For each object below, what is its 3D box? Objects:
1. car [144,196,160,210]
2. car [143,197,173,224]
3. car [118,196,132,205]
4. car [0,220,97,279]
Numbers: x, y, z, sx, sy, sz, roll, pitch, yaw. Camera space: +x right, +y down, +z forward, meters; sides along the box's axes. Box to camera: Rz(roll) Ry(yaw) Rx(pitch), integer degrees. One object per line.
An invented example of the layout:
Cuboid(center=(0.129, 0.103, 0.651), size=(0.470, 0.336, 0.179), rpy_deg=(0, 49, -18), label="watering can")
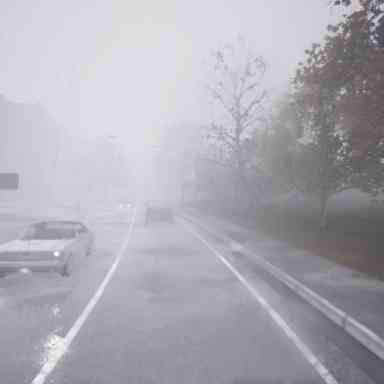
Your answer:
Cuboid(center=(-5.081, 1.329, 41.594), size=(1.812, 1.442, 4.674), rpy_deg=(0, 0, -9), label="car")
Cuboid(center=(-2.438, 1.411, 24.069), size=(1.882, 1.535, 5.008), rpy_deg=(0, 0, -8), label="car")
Cuboid(center=(-10.235, 1.264, 51.067), size=(1.994, 1.385, 4.181), rpy_deg=(0, 0, -8), label="car")
Cuboid(center=(-4.302, 1.604, 10.323), size=(1.895, 1.301, 4.718), rpy_deg=(0, 0, -6), label="car")
